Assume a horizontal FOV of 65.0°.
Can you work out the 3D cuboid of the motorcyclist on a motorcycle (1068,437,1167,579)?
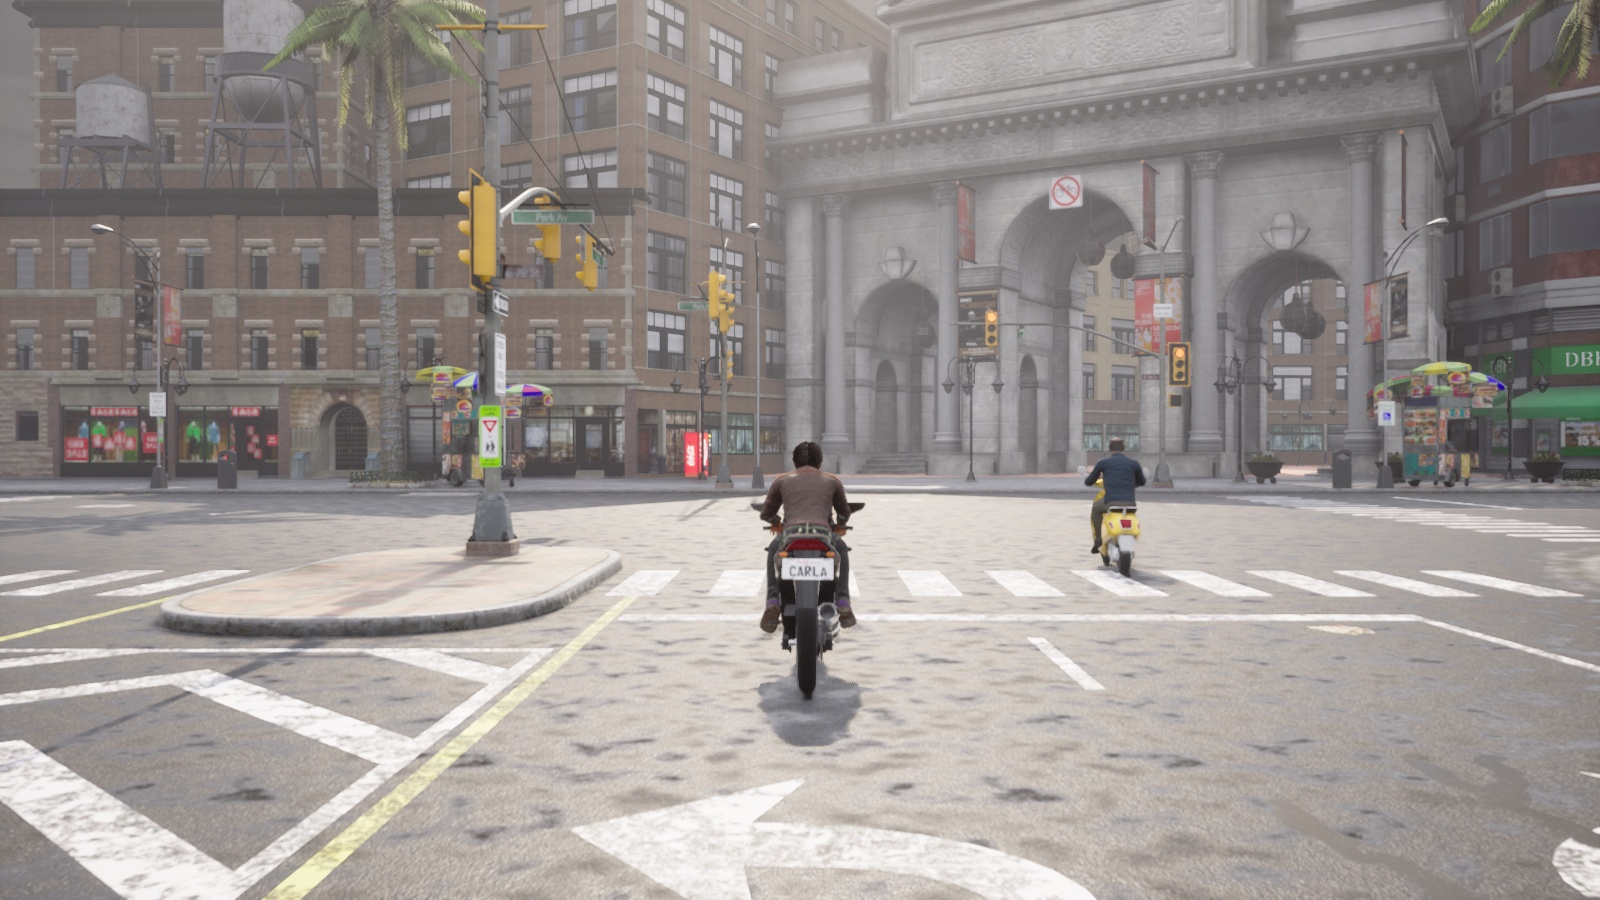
[{"bbox_3d":[3.782,0.652,15.104,0.866,1.590,1.817,1,0,6],"label":"motorcyclist on a motorcycle"}]

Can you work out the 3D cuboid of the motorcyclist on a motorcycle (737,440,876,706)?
[{"bbox_3d":[0.049,0.701,8.232,0.797,1.523,2.044,0,0,1],"label":"motorcyclist on a motorcycle"}]
